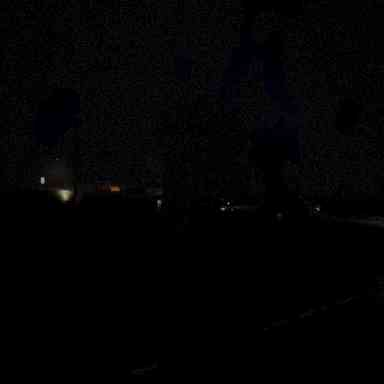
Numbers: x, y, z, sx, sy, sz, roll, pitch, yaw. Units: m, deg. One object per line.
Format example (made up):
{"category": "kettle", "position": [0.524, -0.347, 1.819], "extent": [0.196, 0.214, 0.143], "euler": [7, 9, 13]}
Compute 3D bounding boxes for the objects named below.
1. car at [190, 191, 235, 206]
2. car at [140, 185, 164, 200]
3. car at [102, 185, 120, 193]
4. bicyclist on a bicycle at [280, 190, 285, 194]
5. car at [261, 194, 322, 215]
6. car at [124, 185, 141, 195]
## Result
{"category": "car", "position": [1.940, 0.592, 33.721], "extent": [2.033, 1.411, 5.357], "euler": [0, 2, -35]}
{"category": "car", "position": [-4.486, 0.170, 42.762], "extent": [1.812, 1.442, 4.674], "euler": [0, 2, -35]}
{"category": "car", "position": [-15.413, -0.662, 63.177], "extent": [1.882, 1.535, 5.008], "euler": [0, 2, -36]}
{"category": "bicyclist on a bicycle", "position": [9.199, 0.665, 33.841], "extent": [1.656, 1.620, 0.582], "euler": [0, 2, -35]}
{"category": "car", "position": [7.614, 0.899, 25.747], "extent": [2.128, 1.511, 4.902], "euler": [0, 2, -35]}
{"category": "car", "position": [-9.499, -0.450, 54.879], "extent": [2.097, 1.767, 4.553], "euler": [0, 2, -36]}
